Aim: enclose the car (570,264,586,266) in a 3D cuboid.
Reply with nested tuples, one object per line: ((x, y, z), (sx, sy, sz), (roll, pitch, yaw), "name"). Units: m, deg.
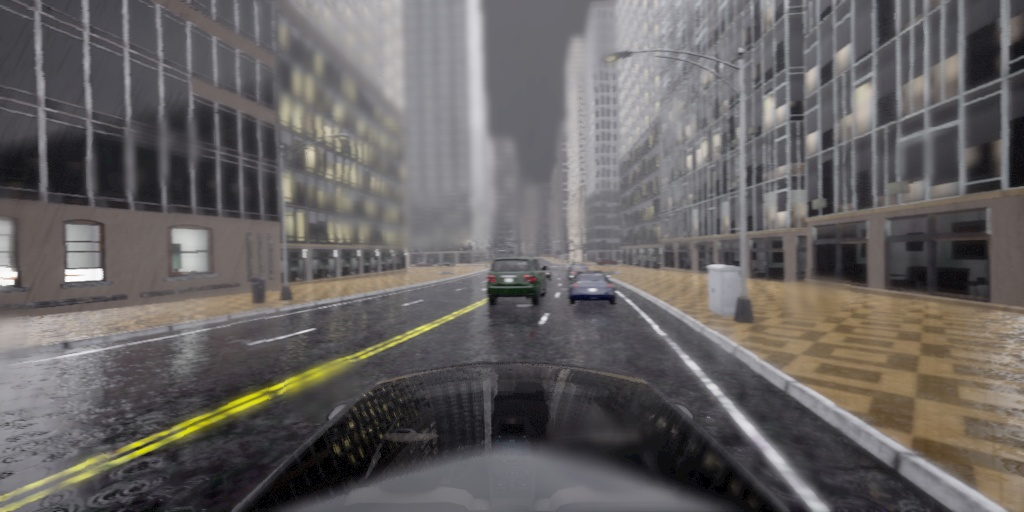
((5.785, 1.380, 31.319), (2.033, 1.411, 5.357), (-1, 0, 6), "car")

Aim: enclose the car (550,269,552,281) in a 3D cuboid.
((2.571, 1.494, 31.803), (1.895, 1.301, 4.718), (-1, 0, 6), "car")

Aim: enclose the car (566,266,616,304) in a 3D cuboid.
((3.614, 1.348, 16.495), (1.994, 1.385, 4.181), (-1, 0, 10), "car")

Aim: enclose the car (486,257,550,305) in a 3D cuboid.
((0.360, 1.057, 16.785), (2.150, 2.045, 5.566), (-1, 0, 10), "car")
